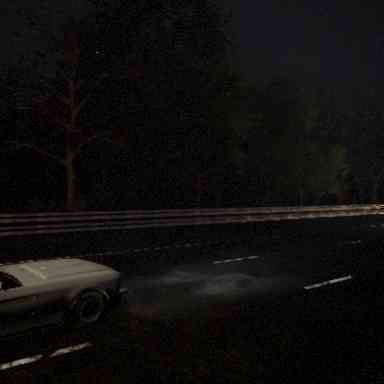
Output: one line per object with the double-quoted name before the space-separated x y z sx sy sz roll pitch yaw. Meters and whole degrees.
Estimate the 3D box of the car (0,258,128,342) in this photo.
"car" -3.400 1.603 5.112 4.718 1.301 1.895 1 -1 -43
